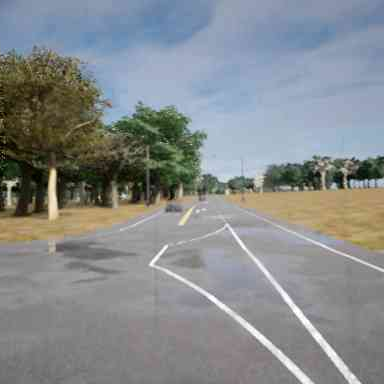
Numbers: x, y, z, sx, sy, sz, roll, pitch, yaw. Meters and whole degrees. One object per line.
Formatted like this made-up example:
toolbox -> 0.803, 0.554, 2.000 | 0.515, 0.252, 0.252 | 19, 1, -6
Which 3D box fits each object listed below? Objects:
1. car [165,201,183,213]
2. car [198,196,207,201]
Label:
car -> -2.119, 1.823, 40.569 | 1.994, 1.385, 4.181 | 0, 0, 2
car -> 2.757, 1.670, 87.231 | 1.882, 1.535, 5.008 | -1, 0, 6
